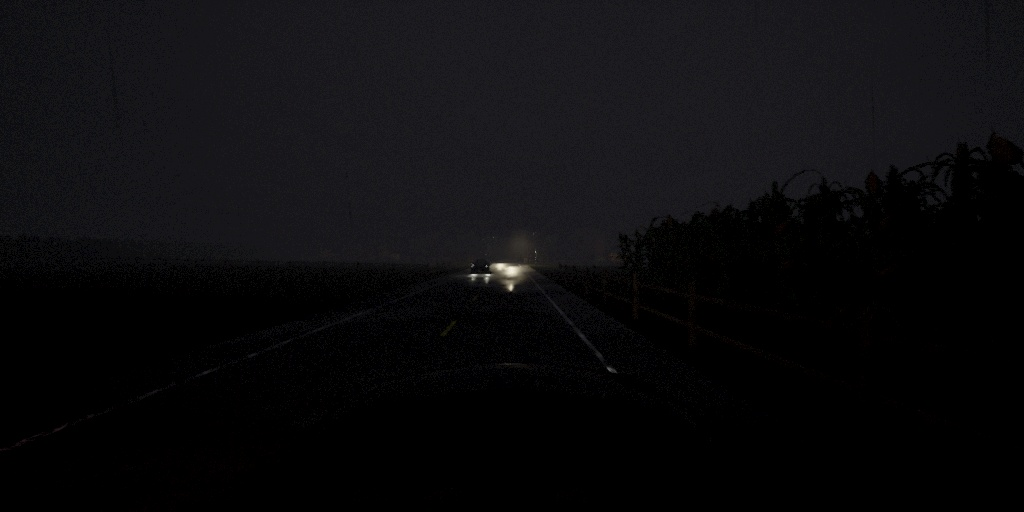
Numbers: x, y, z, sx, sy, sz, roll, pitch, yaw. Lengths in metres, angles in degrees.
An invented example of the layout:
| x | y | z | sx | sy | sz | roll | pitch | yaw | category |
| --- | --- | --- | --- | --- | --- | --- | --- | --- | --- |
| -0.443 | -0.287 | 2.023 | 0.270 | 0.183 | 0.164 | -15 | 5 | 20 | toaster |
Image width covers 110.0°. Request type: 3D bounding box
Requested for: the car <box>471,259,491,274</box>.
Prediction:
| x | y | z | sx | sy | sz | roll | pitch | yaw | category |
| --- | --- | --- | --- | --- | --- | --- | --- | --- | --- |
| -3.588 | 1.119 | 41.866 | 2.097 | 1.767 | 4.553 | 0 | 0 | 0 | car |
